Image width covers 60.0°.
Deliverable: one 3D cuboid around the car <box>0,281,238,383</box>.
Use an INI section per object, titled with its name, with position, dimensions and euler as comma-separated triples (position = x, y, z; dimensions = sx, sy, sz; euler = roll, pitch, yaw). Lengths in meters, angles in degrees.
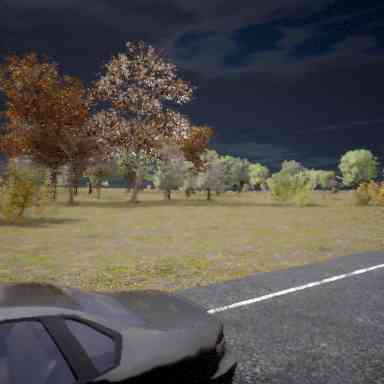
[car]
position = -2.103, 1.549, 2.505
dimensions = 5.357, 1.411, 2.033
euler = 0, 0, -35
